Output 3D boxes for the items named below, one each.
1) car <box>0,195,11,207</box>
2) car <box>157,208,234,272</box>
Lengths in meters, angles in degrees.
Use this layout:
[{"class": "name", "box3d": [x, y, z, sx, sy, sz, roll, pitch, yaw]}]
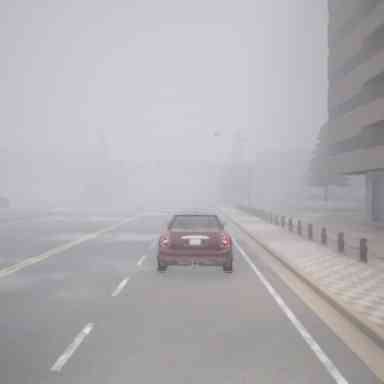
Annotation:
[{"class": "car", "box3d": [-24.087, 0.988, 40.263, 1.932, 1.855, 4.605, 0, 0, 1]}, {"class": "car", "box3d": [0.113, 1.341, 10.920, 2.097, 1.767, 4.553, 0, 0, 1]}]
